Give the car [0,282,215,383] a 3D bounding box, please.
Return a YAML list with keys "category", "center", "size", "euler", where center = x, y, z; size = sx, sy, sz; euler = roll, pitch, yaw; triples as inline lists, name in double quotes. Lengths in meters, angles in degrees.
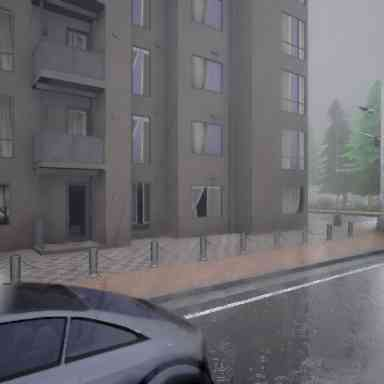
- category: "car"
  center: [-1.838, 1.564, 2.681]
  size: [4.181, 1.385, 1.994]
  euler: [0, 0, -36]
